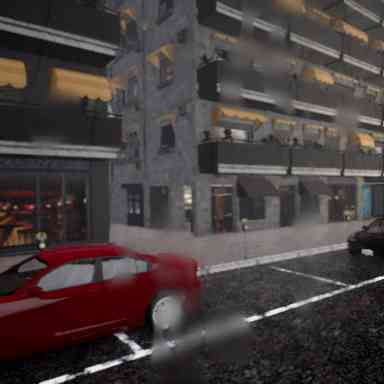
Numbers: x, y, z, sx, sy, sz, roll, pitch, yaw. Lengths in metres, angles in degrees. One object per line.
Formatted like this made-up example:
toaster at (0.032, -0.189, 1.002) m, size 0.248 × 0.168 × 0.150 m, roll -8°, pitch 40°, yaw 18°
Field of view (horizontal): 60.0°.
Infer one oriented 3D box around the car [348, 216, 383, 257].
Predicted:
car at (7.311, 1.524, 11.779) m, size 4.313 × 1.339 × 1.947 m, roll 0°, pitch -1°, yaw -35°

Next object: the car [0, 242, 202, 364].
car at (-1.937, 1.540, 5.190) m, size 4.507 × 1.381 × 1.887 m, roll 0°, pitch -1°, yaw -35°
